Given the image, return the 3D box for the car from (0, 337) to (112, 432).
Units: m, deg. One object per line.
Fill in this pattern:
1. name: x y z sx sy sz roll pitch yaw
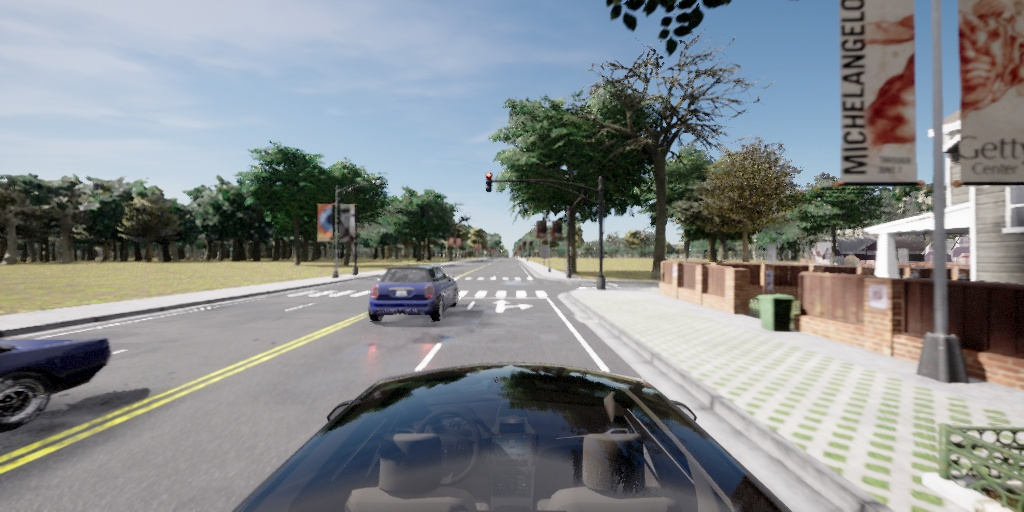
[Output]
1. car: -6.570 1.347 2.758 1.895 1.301 4.718 0 0 0

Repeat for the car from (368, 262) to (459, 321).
1. car: -3.147 1.067 12.352 2.097 1.767 4.553 0 0 0
